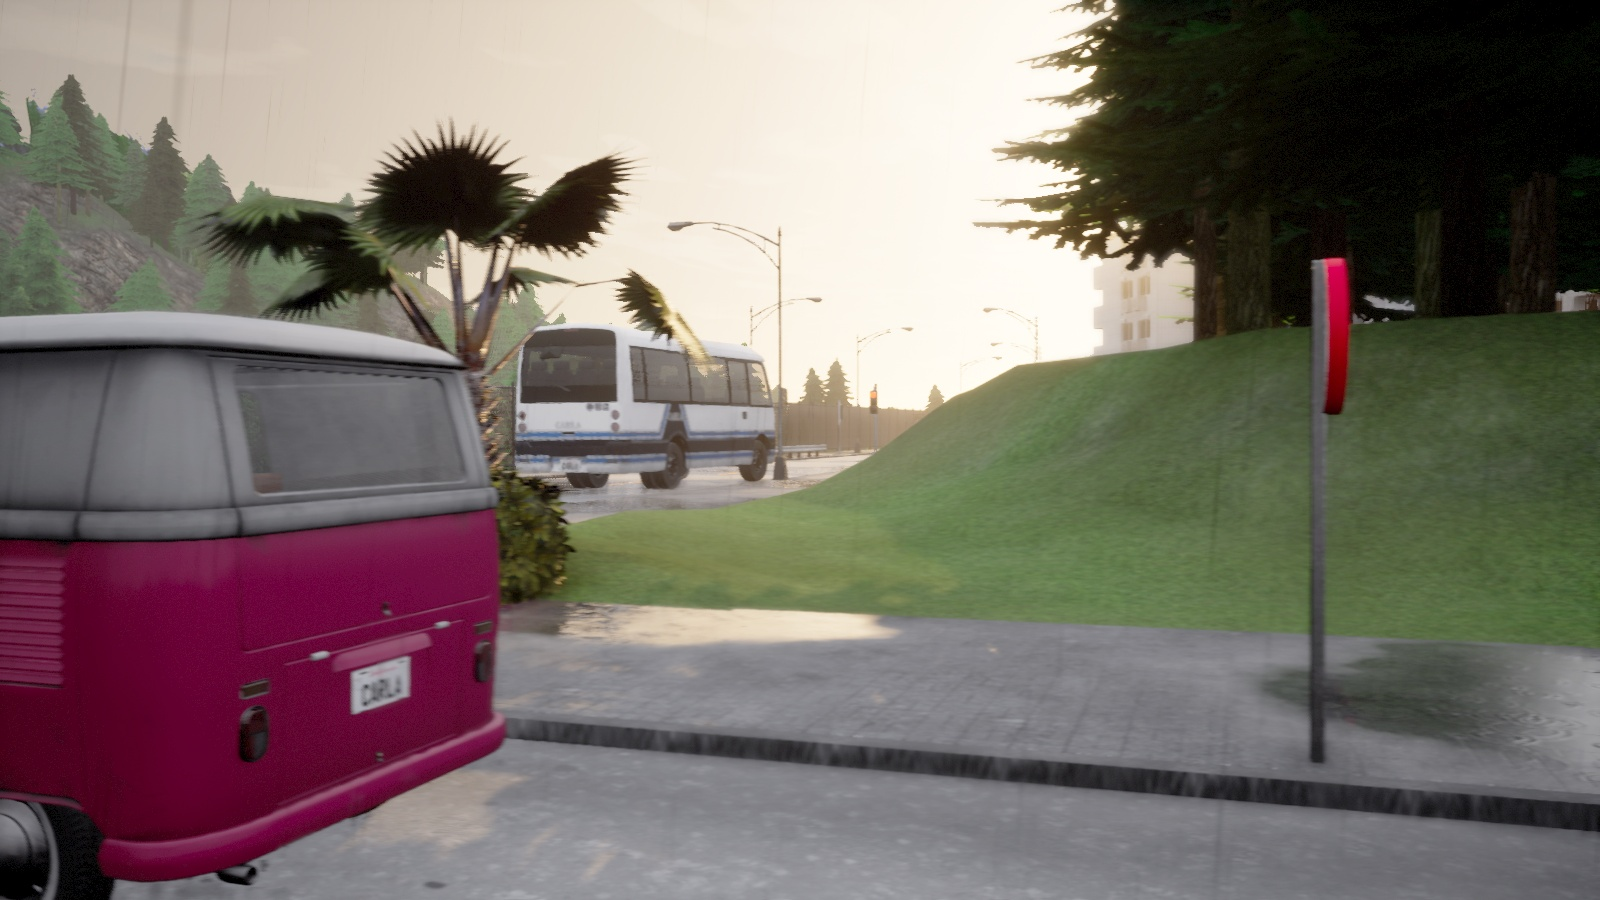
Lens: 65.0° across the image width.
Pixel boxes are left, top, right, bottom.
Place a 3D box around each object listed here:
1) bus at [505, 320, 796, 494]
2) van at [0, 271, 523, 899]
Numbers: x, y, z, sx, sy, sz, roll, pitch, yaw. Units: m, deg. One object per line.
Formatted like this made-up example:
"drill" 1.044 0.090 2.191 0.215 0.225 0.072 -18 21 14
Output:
"bus" -3.833 -1.143 36.173 3.944 4.253 10.273 1 1 21
"van" -3.497 0.488 4.887 4.442 1.987 1.775 1 1 19
